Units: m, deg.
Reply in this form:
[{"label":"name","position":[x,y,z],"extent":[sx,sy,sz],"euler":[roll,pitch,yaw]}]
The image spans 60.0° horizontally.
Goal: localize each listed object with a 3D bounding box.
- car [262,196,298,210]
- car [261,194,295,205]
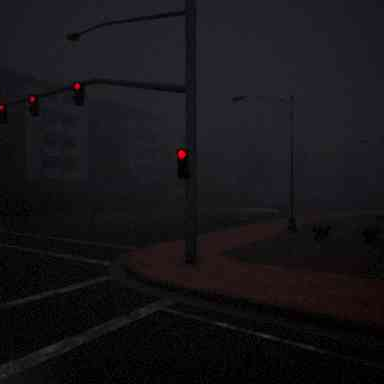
[{"label":"car","position":[12.029,1.563,43.977],"extent":[4.674,1.442,1.812],"euler":[0,0,-31]},{"label":"car","position":[12.738,1.266,48.436],"extent":[5.566,2.045,2.150],"euler":[0,0,-28]}]
